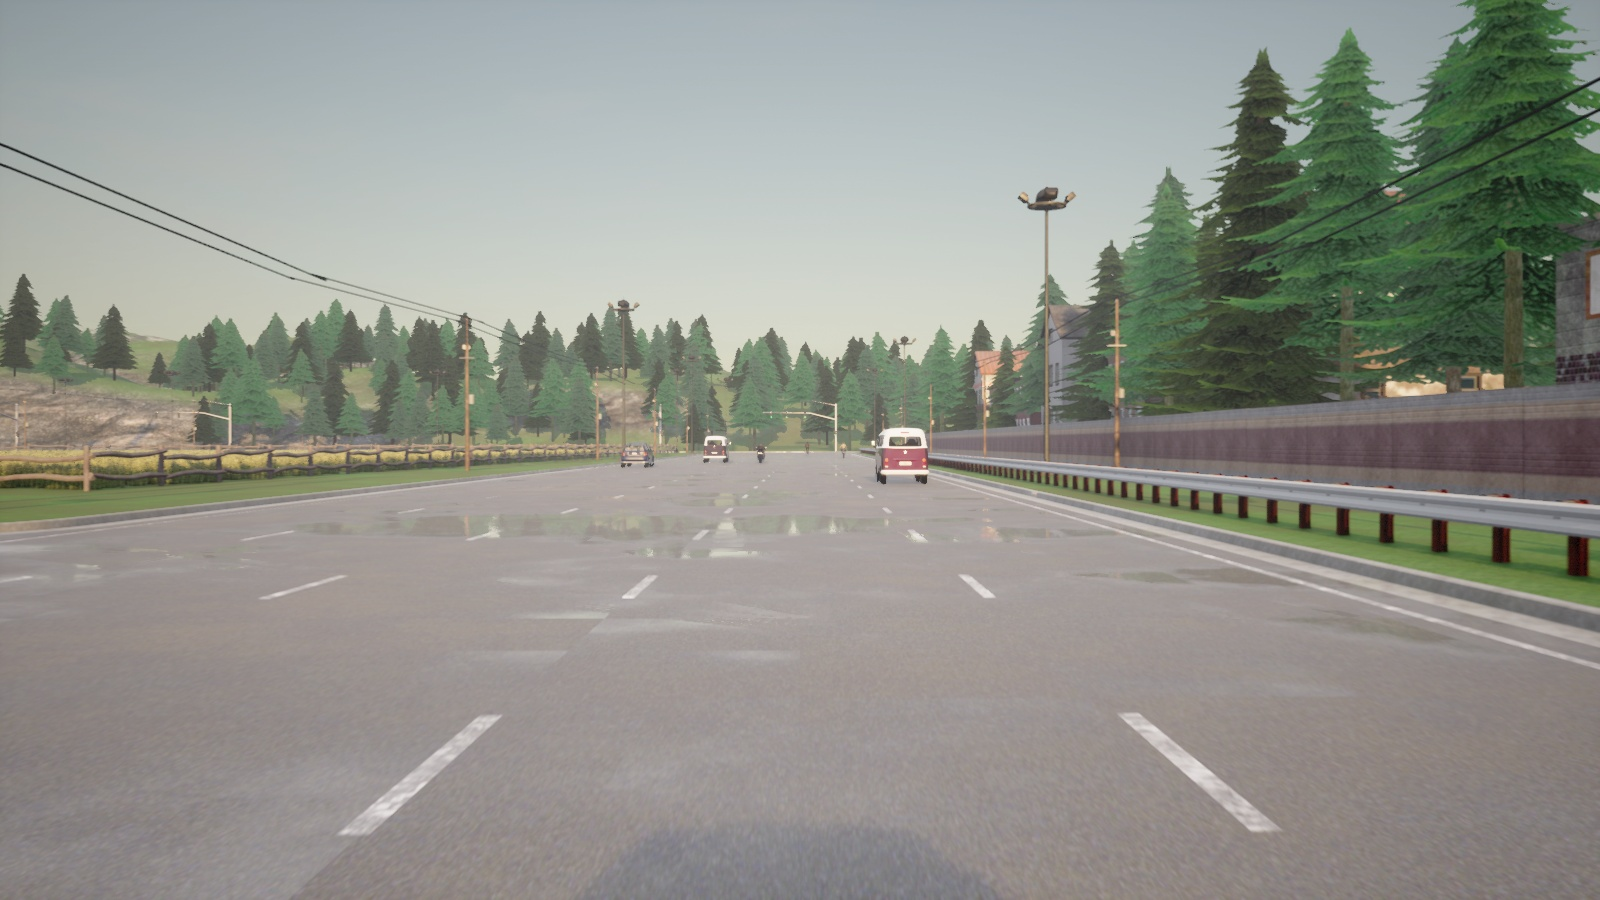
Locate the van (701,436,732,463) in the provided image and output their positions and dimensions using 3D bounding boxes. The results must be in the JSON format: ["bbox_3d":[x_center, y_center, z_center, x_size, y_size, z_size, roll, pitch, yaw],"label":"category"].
[{"bbox_3d":[-6.428,-0.068,96.708,2.069,2.038,4.480,0,0,0],"label":"van"}]

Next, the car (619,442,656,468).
[{"bbox_3d":[-10.037,0.290,77.829,1.789,1.549,3.705,0,0,0],"label":"car"}]

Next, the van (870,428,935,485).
[{"bbox_3d":[3.786,0.212,47.100,2.069,2.038,4.480,0,0,0],"label":"van"}]
